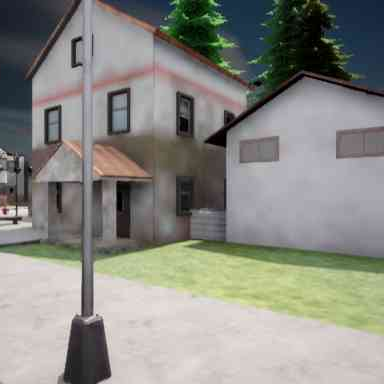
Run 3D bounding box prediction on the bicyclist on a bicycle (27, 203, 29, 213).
[{"bbox_3d":[-16.031,1.315,33.278,1.656,1.620,0.582,0,0,35],"label":"bicyclist on a bicycle"}]
